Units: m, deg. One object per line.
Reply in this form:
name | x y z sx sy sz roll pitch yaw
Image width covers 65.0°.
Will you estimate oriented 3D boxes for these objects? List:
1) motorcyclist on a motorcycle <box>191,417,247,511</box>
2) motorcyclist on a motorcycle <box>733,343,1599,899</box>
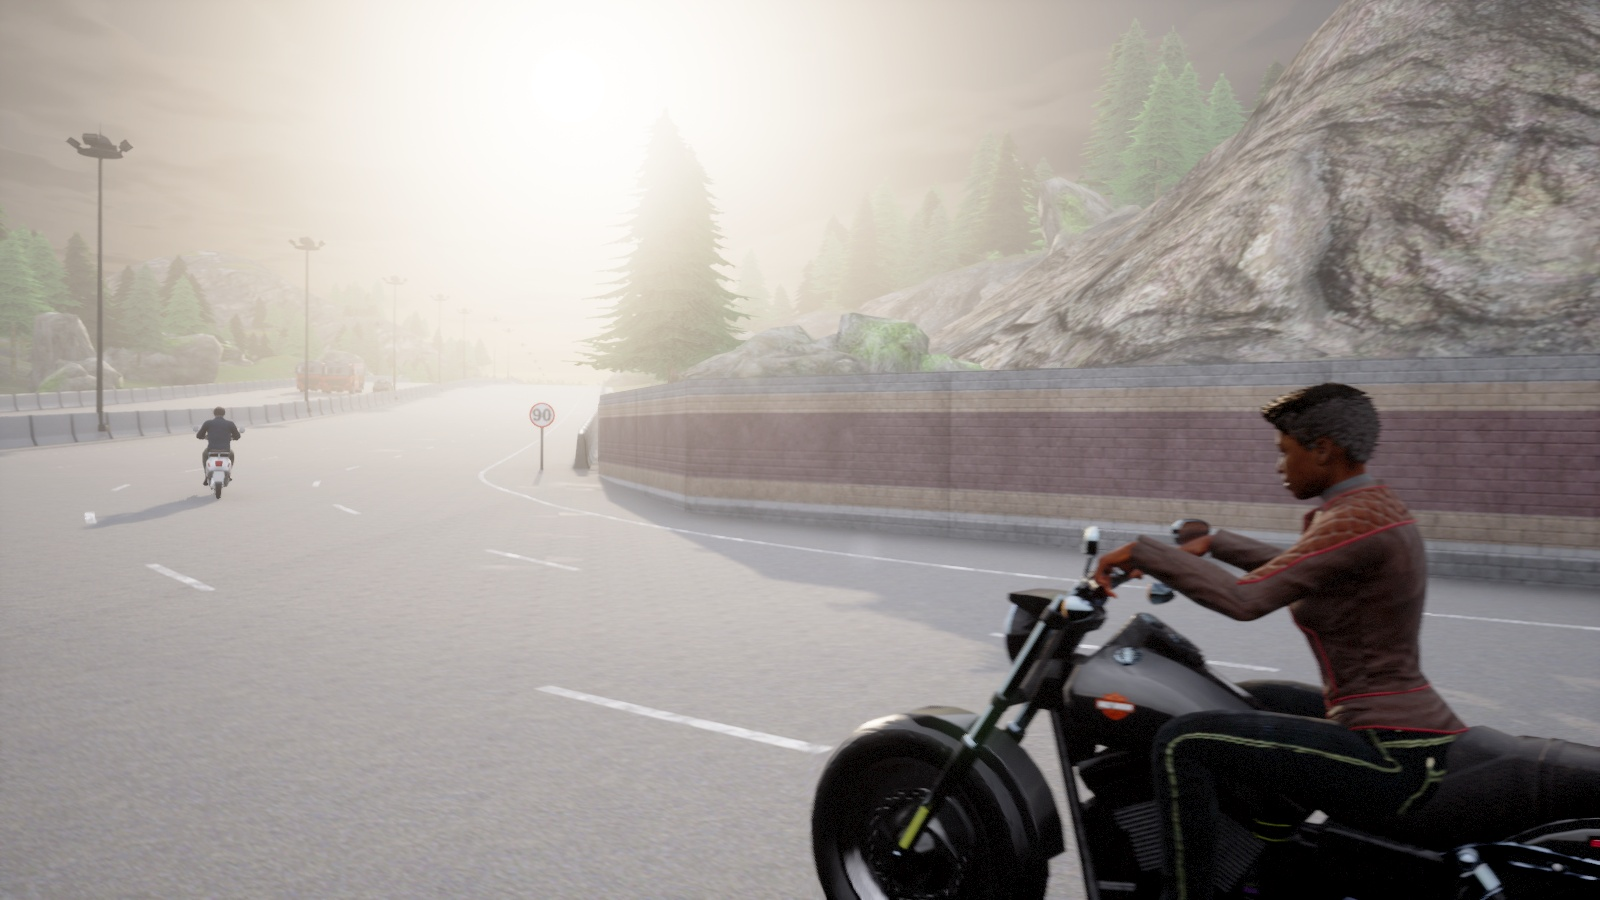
motorcyclist on a motorcycle | -10.323 0.213 22.299 0.866 1.590 1.817 0 1 -25
motorcyclist on a motorcycle | 1.006 0.634 2.981 2.350 1.649 0.766 0 0 35
